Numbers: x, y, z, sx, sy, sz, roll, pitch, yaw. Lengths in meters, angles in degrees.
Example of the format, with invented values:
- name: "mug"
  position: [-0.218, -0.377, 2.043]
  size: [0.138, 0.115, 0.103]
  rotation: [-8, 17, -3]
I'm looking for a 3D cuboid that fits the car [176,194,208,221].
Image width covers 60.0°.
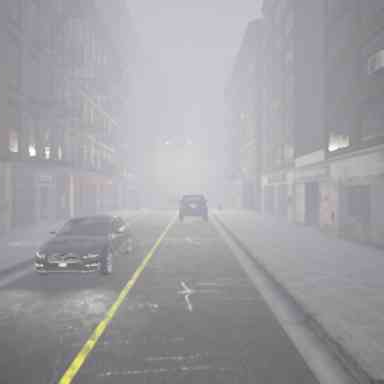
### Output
- name: "car"
  position: [0.109, 1.187, 26.696]
  size: [2.150, 2.045, 5.566]
  rotation: [0, 0, 0]

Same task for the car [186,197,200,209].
- name: "car"
  position: [0.110, 1.438, 46.318]
  size: [1.882, 1.535, 5.008]
  rotation: [0, 0, 0]

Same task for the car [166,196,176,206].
- name: "car"
  position: [-3.044, 1.463, 53.844]
  size: [1.837, 1.490, 4.892]
  rotation: [0, 0, 0]

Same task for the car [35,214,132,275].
- name: "car"
  position: [-3.097, 1.487, 10.399]
  size: [1.837, 1.490, 4.892]
  rotation: [0, 0, 0]
